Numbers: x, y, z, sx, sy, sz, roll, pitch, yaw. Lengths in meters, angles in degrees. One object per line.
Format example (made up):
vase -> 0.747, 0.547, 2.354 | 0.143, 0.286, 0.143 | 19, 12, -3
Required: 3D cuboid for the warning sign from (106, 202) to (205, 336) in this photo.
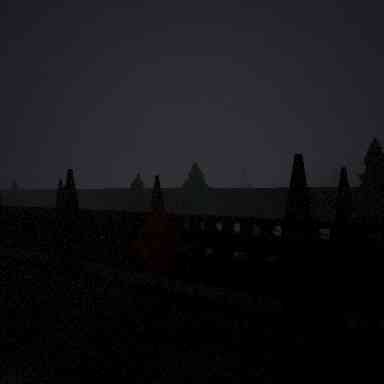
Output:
warning sign -> -0.577, 1.114, 5.571 | 1.060, 1.860, 1.300 | 0, 0, 36
